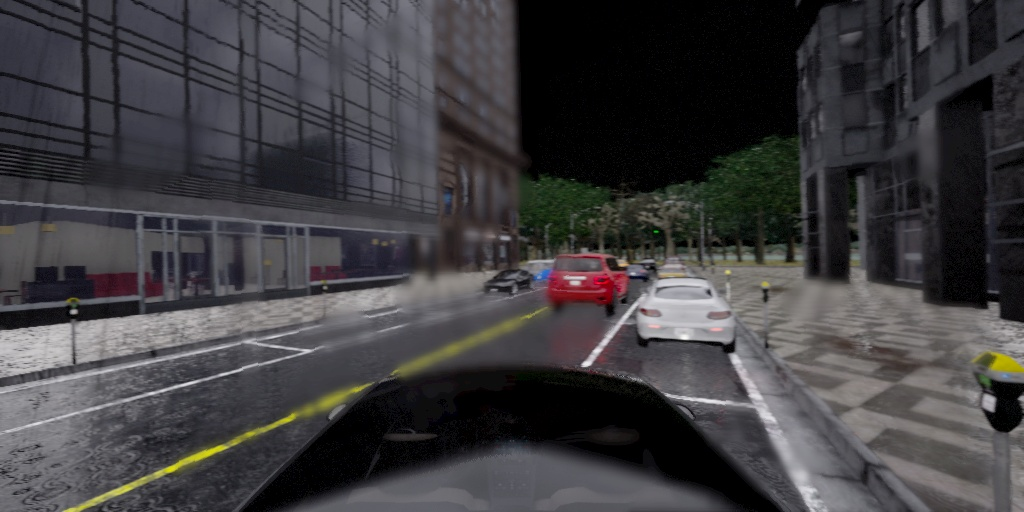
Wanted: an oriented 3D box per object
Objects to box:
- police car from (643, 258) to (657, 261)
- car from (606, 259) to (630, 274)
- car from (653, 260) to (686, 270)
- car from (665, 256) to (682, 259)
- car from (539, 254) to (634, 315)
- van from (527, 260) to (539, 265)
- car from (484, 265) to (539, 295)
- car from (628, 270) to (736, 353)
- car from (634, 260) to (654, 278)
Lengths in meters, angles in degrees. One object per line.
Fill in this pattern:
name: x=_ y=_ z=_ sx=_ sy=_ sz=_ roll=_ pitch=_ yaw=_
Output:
police car: x=16.054 y=1.052 z=42.192 sx=1.930 sy=1.638 sz=5.238 roll=-2 pitch=0 yaw=25
car: x=12.377 y=1.191 z=41.506 sx=1.882 sy=1.535 sz=5.008 roll=-2 pitch=-1 yaw=25
car: x=10.081 y=1.165 z=22.530 sx=1.751 sy=1.417 sz=4.829 roll=0 pitch=0 yaw=25
car: x=14.551 y=1.034 z=32.257 sx=1.967 sy=1.591 sz=4.097 roll=0 pitch=0 yaw=25
car: x=3.131 y=0.969 z=13.846 sx=2.150 sy=2.045 sz=5.566 roll=-2 pitch=-1 yaw=25
van: x=2.267 y=1.197 z=25.935 sx=1.690 sy=1.789 sz=3.998 roll=0 pitch=0 yaw=25
car: x=-0.004 y=1.445 z=20.995 sx=1.948 sy=1.339 sz=4.313 roll=0 pitch=0 yaw=25
car: x=4.111 y=1.219 z=8.659 sx=1.812 sy=1.442 sz=4.674 roll=-2 pitch=0 yaw=25
car: x=9.678 y=1.248 z=28.065 sx=1.994 sy=1.385 sz=4.181 roll=-2 pitch=-1 yaw=24
